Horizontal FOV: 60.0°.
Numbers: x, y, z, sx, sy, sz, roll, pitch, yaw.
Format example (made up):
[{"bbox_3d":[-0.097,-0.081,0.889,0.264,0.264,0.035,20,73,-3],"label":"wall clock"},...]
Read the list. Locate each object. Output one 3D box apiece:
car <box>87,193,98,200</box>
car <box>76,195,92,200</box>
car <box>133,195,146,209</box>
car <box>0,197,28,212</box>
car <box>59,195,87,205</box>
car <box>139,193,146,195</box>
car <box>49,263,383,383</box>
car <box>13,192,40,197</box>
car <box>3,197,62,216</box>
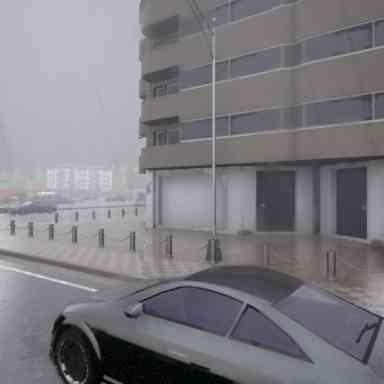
[{"bbox_3d":[-26.761,1.211,88.129,1.905,1.878,3.866,0,0,35],"label":"car"},{"bbox_3d":[-29.125,1.451,89.800,1.970,1.475,3.806,0,0,35],"label":"car"},{"bbox_3d":[-6.336,1.581,47.478,1.812,1.442,4.674,0,0,35],"label":"car"},{"bbox_3d":[-18.327,1.603,36.401,2.033,1.411,5.357,0,0,35],"label":"car"},{"bbox_3d":[-22.913,1.451,64.145,1.970,1.475,3.806,0,0,35],"label":"car"},{"bbox_3d":[-10.671,1.211,76.895,1.905,1.878,3.866,0,0,35],"label":"car"},{"bbox_3d":[0.254,1.564,3.797,4.181,1.385,1.994,0,0,36],"label":"car"},{"bbox_3d":[-36.801,1.209,73.771,1.932,1.855,4.605,0,0,35],"label":"car"},{"bbox_3d":[-16.007,1.581,33.572,1.812,1.442,4.674,0,0,35],"label":"car"}]
